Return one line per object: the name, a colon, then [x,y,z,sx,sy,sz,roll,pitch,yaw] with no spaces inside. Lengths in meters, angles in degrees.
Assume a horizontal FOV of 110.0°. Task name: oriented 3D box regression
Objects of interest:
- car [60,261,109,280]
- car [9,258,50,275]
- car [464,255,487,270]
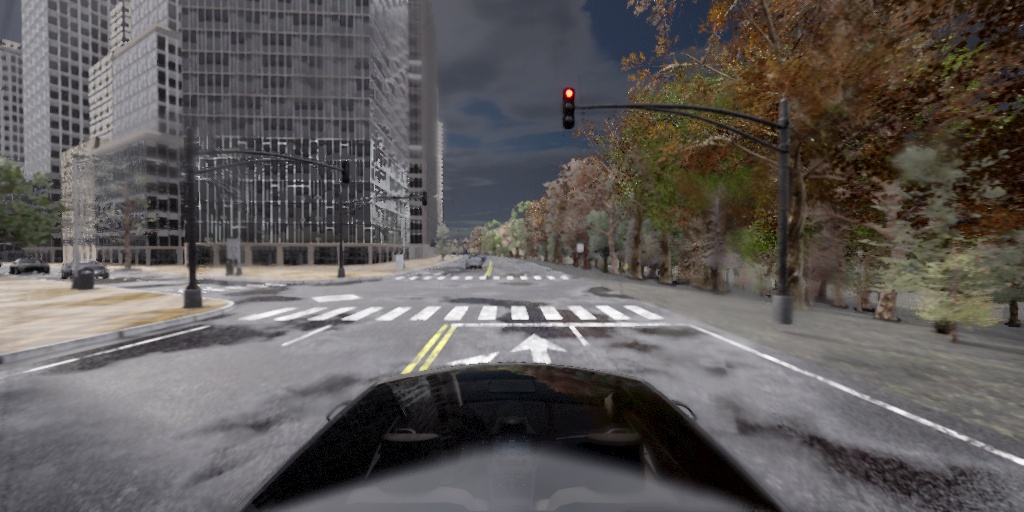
car: [-34.174,1.139,28.665,4.902,1.511,2.128,0,1,28]
car: [-50.374,1.027,37.466,4.553,1.767,2.097,0,1,29]
car: [-4.047,0.786,39.121,1.837,1.490,4.892,0,3,-2]
